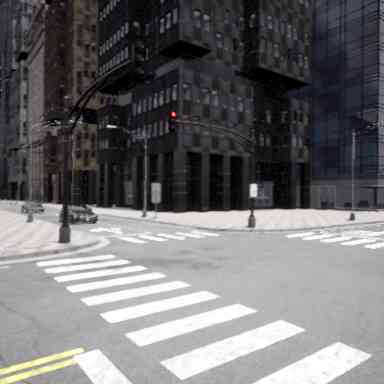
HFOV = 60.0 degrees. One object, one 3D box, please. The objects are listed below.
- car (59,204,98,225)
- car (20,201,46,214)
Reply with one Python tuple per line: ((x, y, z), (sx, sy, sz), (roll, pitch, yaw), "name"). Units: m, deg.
((-8.744, 1.664, 25.301), (1.812, 1.442, 4.674), (1, 0, -37), "car")
((-18.253, 1.721, 38.112), (1.812, 1.442, 4.674), (1, 0, -37), "car")
